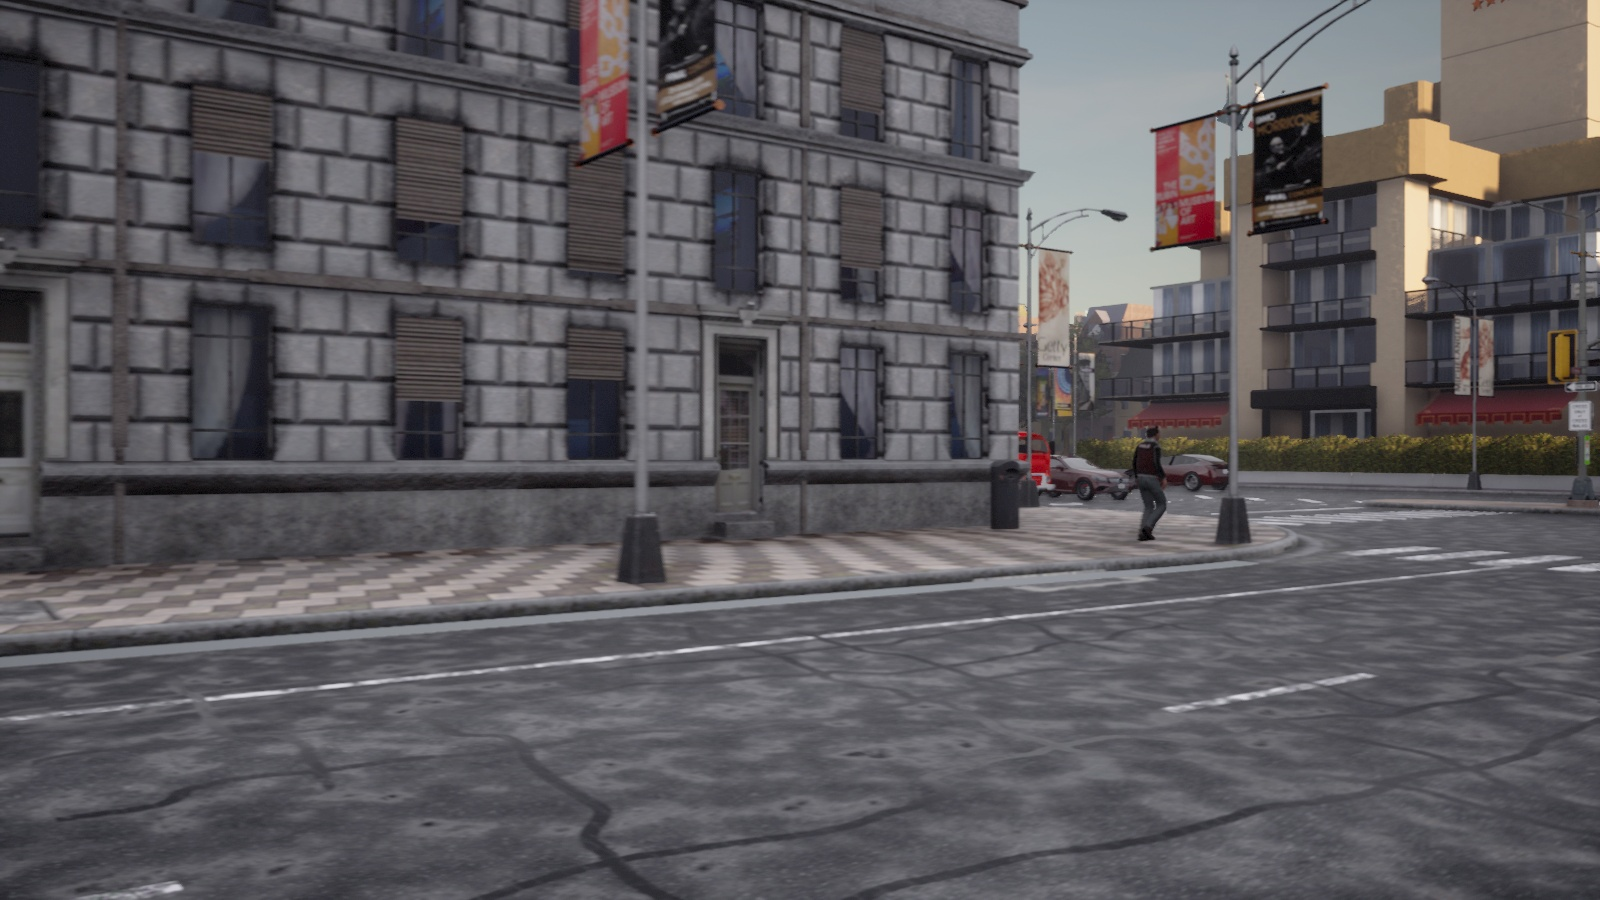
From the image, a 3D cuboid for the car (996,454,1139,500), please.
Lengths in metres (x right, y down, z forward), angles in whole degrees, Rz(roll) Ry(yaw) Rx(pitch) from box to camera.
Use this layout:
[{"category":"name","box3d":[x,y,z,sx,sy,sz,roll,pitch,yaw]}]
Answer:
[{"category":"car","box3d":[8.810,0.854,41.714,1.812,1.442,4.674,0,0,-35]}]

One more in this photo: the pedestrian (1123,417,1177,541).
[{"category":"pedestrian","box3d":[5.355,0.437,19.234,0.720,1.854,0.376,0,0,-26]}]

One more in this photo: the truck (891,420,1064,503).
[{"category":"truck","box3d":[5.596,0.345,40.193,2.627,2.467,5.204,0,0,-35]}]

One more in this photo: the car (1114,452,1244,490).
[{"category":"car","box3d":[15.619,0.839,51.983,2.163,1.488,4.792,0,0,-35]}]
